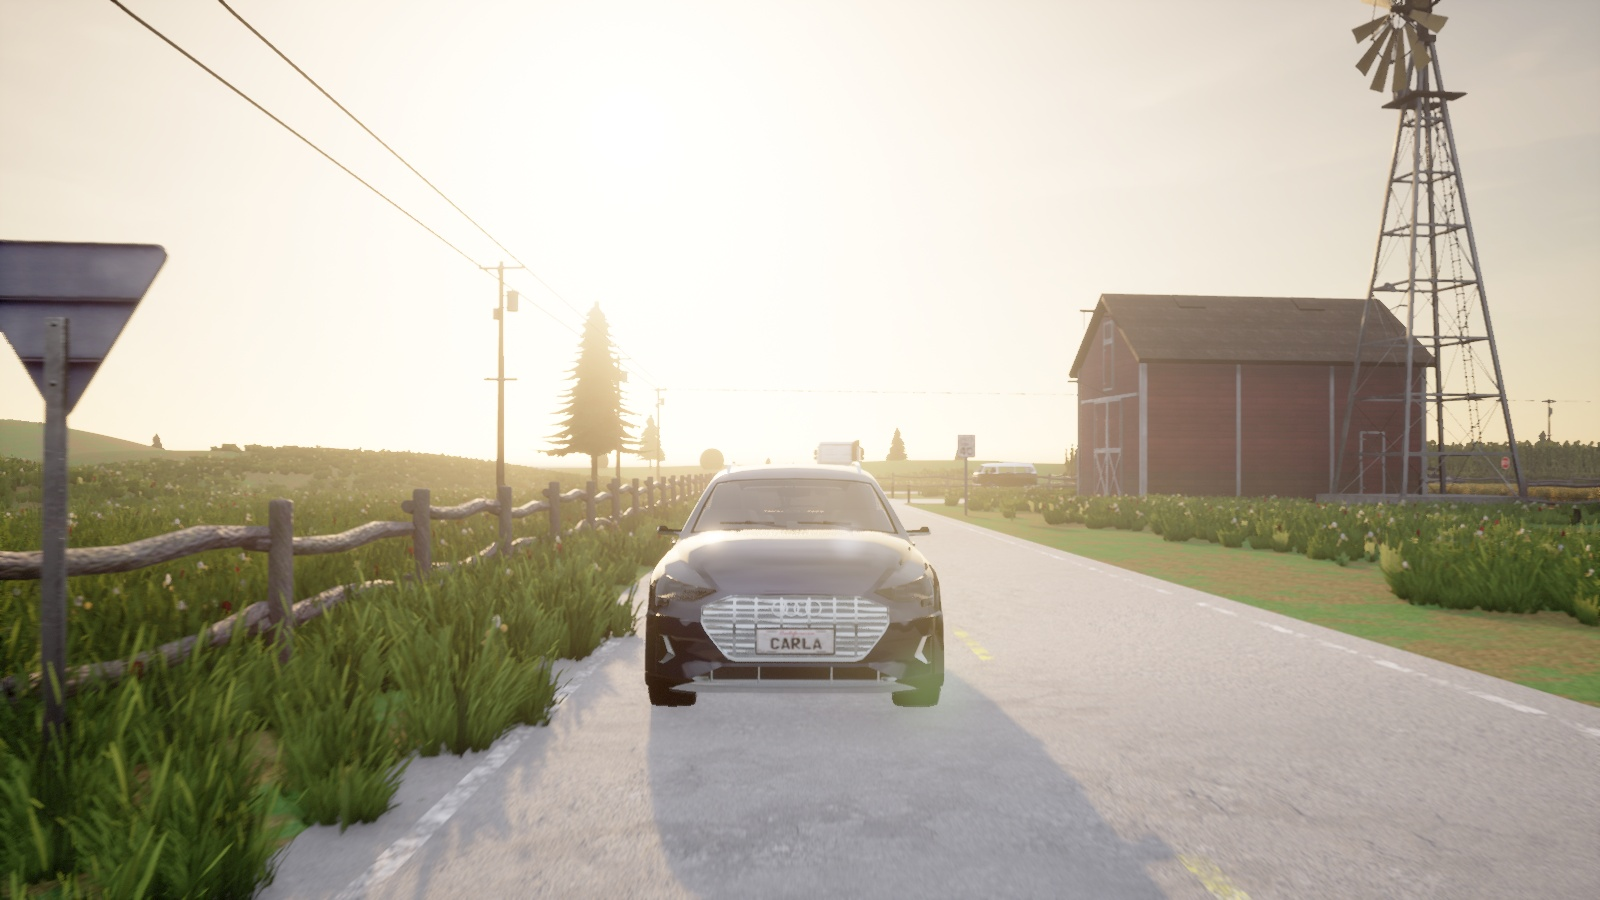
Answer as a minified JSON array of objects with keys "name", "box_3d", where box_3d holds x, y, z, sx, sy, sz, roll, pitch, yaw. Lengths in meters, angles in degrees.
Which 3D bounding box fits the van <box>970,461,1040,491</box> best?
[{"name":"van","box_3d":[14.393,1.816,88.436,4.480,2.038,2.069,0,-1,-6]}]

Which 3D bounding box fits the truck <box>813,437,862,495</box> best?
[{"name":"truck","box_3d":[2.447,1.028,79.782,2.891,3.462,7.936,-1,-1,3]}]

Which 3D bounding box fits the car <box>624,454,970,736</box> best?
[{"name":"car","box_3d":[-0.042,0.891,9.841,2.033,1.649,4.856,0,-1,-1]}]
